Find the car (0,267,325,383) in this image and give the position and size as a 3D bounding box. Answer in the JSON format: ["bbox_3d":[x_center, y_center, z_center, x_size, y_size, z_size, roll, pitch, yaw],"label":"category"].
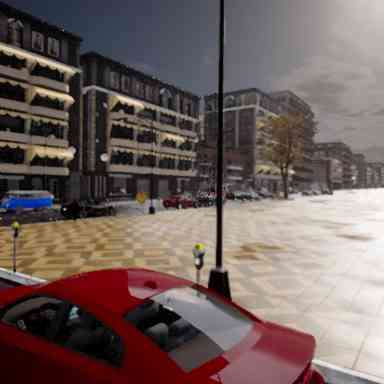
[{"bbox_3d":[-0.994,1.522,3.573,4.507,1.381,1.887,1,1,35],"label":"car"}]

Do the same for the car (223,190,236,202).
[{"bbox_3d":[6.267,0.624,48.688,1.837,1.490,4.892,1,2,35],"label":"car"}]

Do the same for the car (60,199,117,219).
[{"bbox_3d":[-7.419,1.168,24.201,1.947,1.339,4.313,2,2,35],"label":"car"}]

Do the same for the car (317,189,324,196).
[{"bbox_3d":[27.400,0.196,74.599,2.008,1.369,4.403,2,2,35],"label":"car"}]

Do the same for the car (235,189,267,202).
[{"bbox_3d":[8.408,0.714,47.109,2.008,1.369,4.403,2,2,35],"label":"car"}]

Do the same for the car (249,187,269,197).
[{"bbox_3d":[14.180,-0.005,70.191,2.192,1.841,5.009,2,2,35],"label":"car"}]

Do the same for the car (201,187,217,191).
[{"bbox_3d":[2.821,0.316,49.152,2.150,2.045,5.566,1,1,35],"label":"car"}]

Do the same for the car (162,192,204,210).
[{"bbox_3d":[-1.089,0.971,33.362,1.887,1.381,4.507,2,2,35],"label":"car"}]

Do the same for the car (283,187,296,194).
[{"bbox_3d":[23.675,-0.262,83.936,2.192,1.841,5.009,2,2,35],"label":"car"}]

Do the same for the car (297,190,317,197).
[{"bbox_3d":[24.236,0.282,70.018,2.008,1.369,4.403,2,2,35],"label":"car"}]

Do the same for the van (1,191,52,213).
[{"bbox_3d":[-14.310,0.807,28.955,1.690,1.788,3.998,2,2,35],"label":"van"}]

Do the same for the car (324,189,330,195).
[{"bbox_3d":[33.733,-0.086,83.760,1.967,1.590,4.097,2,2,35],"label":"car"}]

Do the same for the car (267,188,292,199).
[{"bbox_3d":[14.836,0.512,56.412,1.752,1.417,4.829,2,2,35],"label":"car"}]

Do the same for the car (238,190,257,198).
[{"bbox_3d":[10.914,0.295,65.475,1.752,1.417,4.829,2,2,35],"label":"car"}]

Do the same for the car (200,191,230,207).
[{"bbox_3d":[2.077,0.889,37.945,2.008,1.369,4.403,2,2,35],"label":"car"}]

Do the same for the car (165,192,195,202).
[{"bbox_3d":[-1.652,0.680,47.289,1.947,1.339,4.313,2,2,35],"label":"car"}]

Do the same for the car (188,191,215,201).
[{"bbox_3d":[1.513,0.578,51.871,2.008,1.369,4.403,2,2,35],"label":"car"}]

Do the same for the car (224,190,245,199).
[{"bbox_3d":[7.844,0.419,61.035,1.947,1.339,4.313,2,2,35],"label":"car"}]

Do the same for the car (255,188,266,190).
[{"bbox_3d":[12.323,0.442,57.526,2.128,1.511,4.902,1,2,35],"label":"car"}]

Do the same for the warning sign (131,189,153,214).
[{"bbox_3d":[-3.801,0.709,25.288,1.300,1.860,1.060,0,0,35],"label":"warning sign"}]
